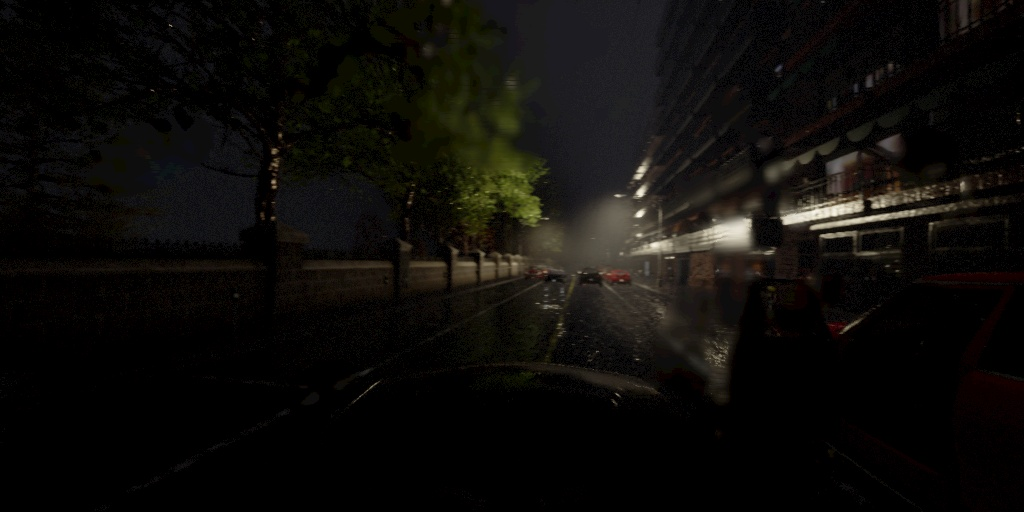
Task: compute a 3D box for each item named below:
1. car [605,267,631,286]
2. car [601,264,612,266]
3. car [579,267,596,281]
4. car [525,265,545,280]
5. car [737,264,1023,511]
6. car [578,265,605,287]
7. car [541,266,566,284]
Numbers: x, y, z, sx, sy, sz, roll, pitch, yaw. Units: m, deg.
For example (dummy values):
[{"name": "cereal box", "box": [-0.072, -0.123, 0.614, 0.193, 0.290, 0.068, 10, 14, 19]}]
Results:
[{"name": "car", "box": [9.763, 1.984, 32.825, 1.888, 1.381, 4.507, 0, 0, 11]}, {"name": "car", "box": [11.831, 2.096, 43.892, 1.967, 1.591, 4.097, 0, 0, 11]}, {"name": "car", "box": [8.983, 2.079, 42.912, 1.837, 1.490, 4.892, 1, 0, 11]}, {"name": "car", "box": [2.561, 1.813, 39.901, 1.967, 1.591, 4.097, 0, 0, 11]}, {"name": "car", "box": [3.736, 1.065, 2.073, 2.150, 2.045, 5.566, 1, -1, 11]}, {"name": "car", "box": [6.947, 1.834, 31.877, 1.882, 1.535, 5.008, 1, -1, 11]}, {"name": "car", "box": [4.152, 1.923, 34.016, 1.895, 1.301, 4.718, 1, -1, 11]}]
